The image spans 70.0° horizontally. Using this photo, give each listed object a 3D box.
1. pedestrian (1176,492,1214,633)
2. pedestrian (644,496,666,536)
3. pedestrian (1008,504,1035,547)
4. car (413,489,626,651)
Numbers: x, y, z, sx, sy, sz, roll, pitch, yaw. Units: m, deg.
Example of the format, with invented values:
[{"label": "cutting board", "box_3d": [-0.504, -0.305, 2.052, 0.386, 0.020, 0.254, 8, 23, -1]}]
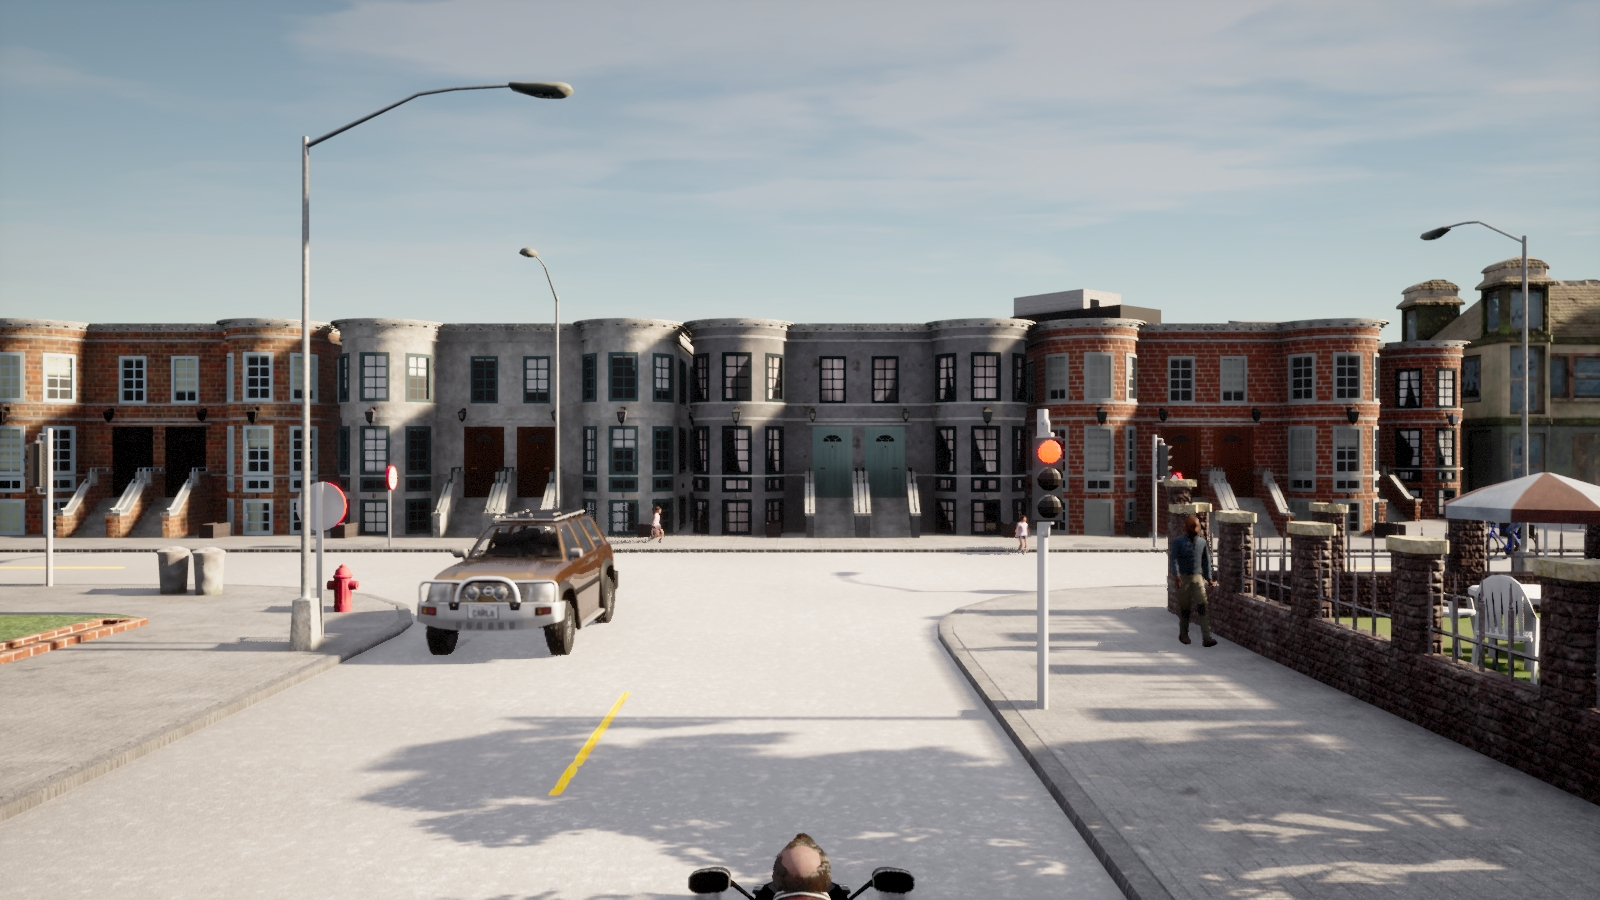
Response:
[{"label": "pedestrian", "box_3d": [5.323, 1.509, 15.395, 0.375, 1.860, 0.375, 0, 0, -3]}, {"label": "pedestrian", "box_3d": [-4.161, 1.891, 32.859, 0.500, 1.100, 0.500, 0, 0, 12]}, {"label": "pedestrian", "box_3d": [5.877, 1.996, 30.337, 0.500, 1.100, 0.500, 0, 0, -21]}, {"label": "car", "box_3d": [-3.981, 1.633, 17.089, 1.932, 1.855, 4.605, 0, 1, 2]}]
